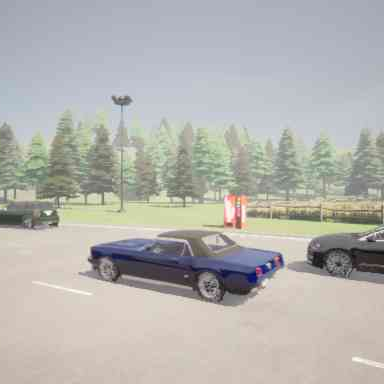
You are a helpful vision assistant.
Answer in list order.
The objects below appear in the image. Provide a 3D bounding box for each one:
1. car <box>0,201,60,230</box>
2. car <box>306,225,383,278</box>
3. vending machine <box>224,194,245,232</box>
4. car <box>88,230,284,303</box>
[{"bbox_3d":[-10.762,1.353,21.250,4.553,1.767,2.097,0,0,23],"label":"car"},{"bbox_3d":[5.524,1.489,8.519,4.902,1.511,2.128,0,0,34],"label":"car"},{"bbox_3d":[2.499,1.195,19.379,0.880,2.100,1.100,0,0,30],"label":"vending machine"},{"bbox_3d":[-0.335,1.601,8.166,4.718,1.301,1.895,0,0,32],"label":"car"}]
